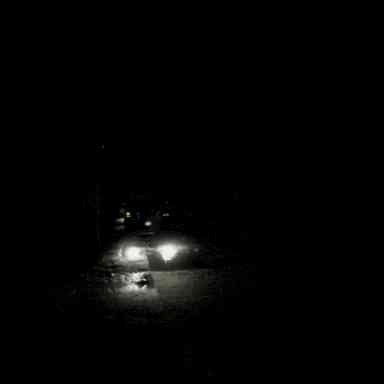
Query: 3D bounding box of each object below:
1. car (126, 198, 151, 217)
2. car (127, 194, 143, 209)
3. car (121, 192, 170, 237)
[{"bbox_3d":[-4.731,1.304,29.113,1.994,1.385,4.181,-1,1,-11],"label":"car"},{"bbox_3d":[-7.109,1.116,41.292,1.882,1.535,5.008,-1,1,-11],"label":"car"},{"bbox_3d":[-2.510,1.057,17.711,2.150,2.045,5.566,-1,1,-11],"label":"car"}]
